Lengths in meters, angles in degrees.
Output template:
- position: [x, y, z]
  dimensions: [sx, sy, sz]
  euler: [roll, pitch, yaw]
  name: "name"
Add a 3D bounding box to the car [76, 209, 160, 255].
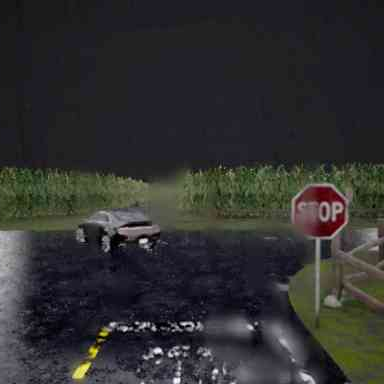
- position: [-3.055, 1.431, 13.160]
  dimensions: [2.128, 1.511, 4.902]
  euler: [0, 0, -36]
  name: "car"
